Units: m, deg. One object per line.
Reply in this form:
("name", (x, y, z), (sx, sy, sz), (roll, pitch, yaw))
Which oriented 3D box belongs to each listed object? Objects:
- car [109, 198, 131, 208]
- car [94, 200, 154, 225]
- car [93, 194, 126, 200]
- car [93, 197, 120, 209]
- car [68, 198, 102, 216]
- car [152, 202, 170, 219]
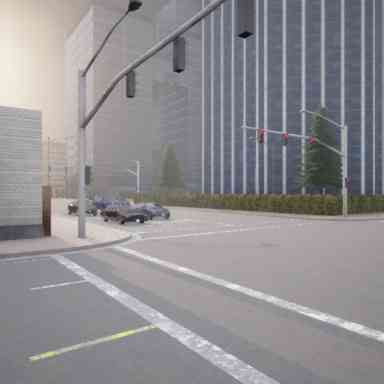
("car", (-11.270, 1.619, 51.878), (1.994, 1.385, 4.181), (0, 0, -36))
("car", (-5.299, 1.603, 25.237), (2.033, 1.411, 5.357), (0, 0, -36))
("car", (-9.368, 1.277, 36.922), (2.150, 2.045, 5.566), (0, 0, -36))
("car", (-12.198, 1.547, 47.172), (2.128, 1.511, 4.902), (0, 0, -36))
("car", (-10.970, 1.560, 33.146), (1.837, 1.490, 4.892), (0, 0, -36))
("car", (-3.705, 1.581, 29.051), (1.812, 1.442, 4.674), (0, 0, -36))
